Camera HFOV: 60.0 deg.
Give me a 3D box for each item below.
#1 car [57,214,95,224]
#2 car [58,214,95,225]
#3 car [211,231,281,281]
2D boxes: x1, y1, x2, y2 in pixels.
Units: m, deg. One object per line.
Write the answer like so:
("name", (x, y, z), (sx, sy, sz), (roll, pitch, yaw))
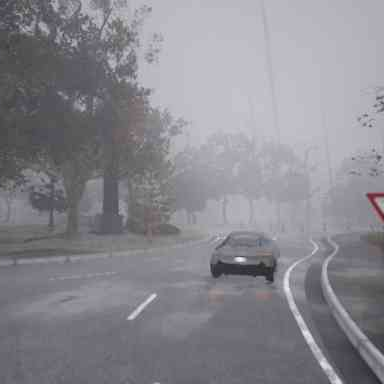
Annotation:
("car", (-17.405, 4.054, 49.871), (5.008, 1.535, 1.882), (0, -4, -3))
("car", (-16.181, 4.011, 46.835), (4.718, 1.301, 1.895), (0, -3, 0))
("car", (1.984, 2.057, 11.626), (1.994, 1.385, 4.181), (-1, -3, 16))
